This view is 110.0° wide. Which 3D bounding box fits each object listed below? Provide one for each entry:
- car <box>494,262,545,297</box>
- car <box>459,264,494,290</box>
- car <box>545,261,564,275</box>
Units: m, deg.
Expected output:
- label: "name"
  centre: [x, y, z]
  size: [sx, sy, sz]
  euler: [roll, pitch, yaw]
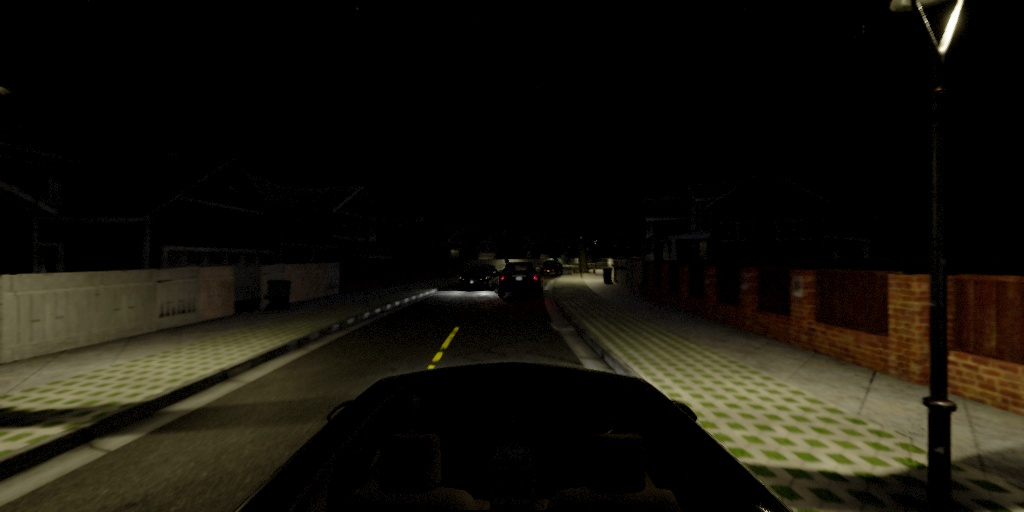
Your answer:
- label: "car"
  centre: [0.531, 1.100, 19.182]
  size: [2.097, 1.767, 4.553]
  euler: [0, 0, 5]
- label: "car"
  centre: [-2.007, 1.270, 23.005]
  size: [1.837, 1.490, 4.892]
  euler: [0, 0, 7]
- label: "car"
  centre: [4.366, 1.253, 38.312]
  size: [1.837, 1.490, 4.892]
  euler: [-1, 0, 17]
